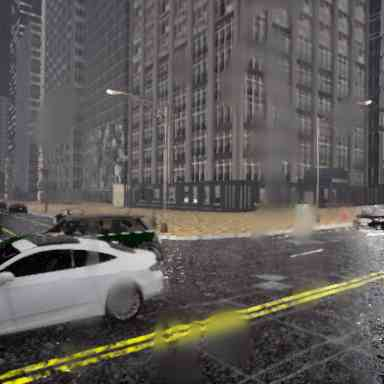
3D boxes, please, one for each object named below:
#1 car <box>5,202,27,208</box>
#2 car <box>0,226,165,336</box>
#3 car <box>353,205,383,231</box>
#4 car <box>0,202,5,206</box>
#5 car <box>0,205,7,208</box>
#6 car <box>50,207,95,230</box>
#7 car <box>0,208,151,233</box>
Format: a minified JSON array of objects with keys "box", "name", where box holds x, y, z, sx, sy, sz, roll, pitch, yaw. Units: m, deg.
[{"box":[-22.389,2.128,42.844,1.947,1.339,4.313,0,-1,-36],"name":"car"},{"box":[-2.709,1.545,5.753,4.674,1.442,1.812,1,-1,-36],"name":"car"},{"box":[11.580,1.517,19.911,4.902,1.511,2.128,0,0,-35],"name":"car"},{"box":[-32.379,2.314,56.509,1.947,1.339,4.313,0,-1,-36],"name":"car"},{"box":[-12.124,1.661,19.008,1.882,1.535,5.008,1,-1,-36],"name":"car"},{"box":[-8.967,1.864,24.702,2.008,1.369,4.403,0,-1,-36],"name":"car"},{"box":[-3.119,1.418,9.458,4.553,1.767,2.097,1,-1,-35],"name":"car"}]
